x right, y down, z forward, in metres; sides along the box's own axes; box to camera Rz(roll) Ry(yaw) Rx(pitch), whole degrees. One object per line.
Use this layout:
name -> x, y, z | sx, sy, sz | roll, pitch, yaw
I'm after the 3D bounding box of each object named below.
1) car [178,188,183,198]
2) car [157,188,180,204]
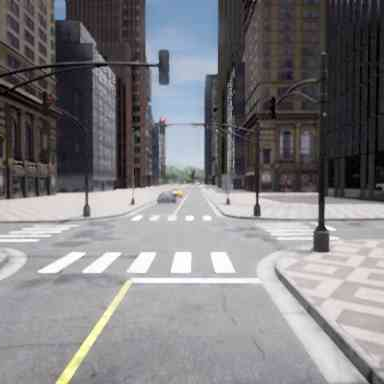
car -> -2.542, 0.090, 53.414 | 1.882, 1.535, 5.008 | 0, 1, 1
car -> -2.732, 0.616, 36.760 | 1.994, 1.385, 4.181 | 0, 1, 1
